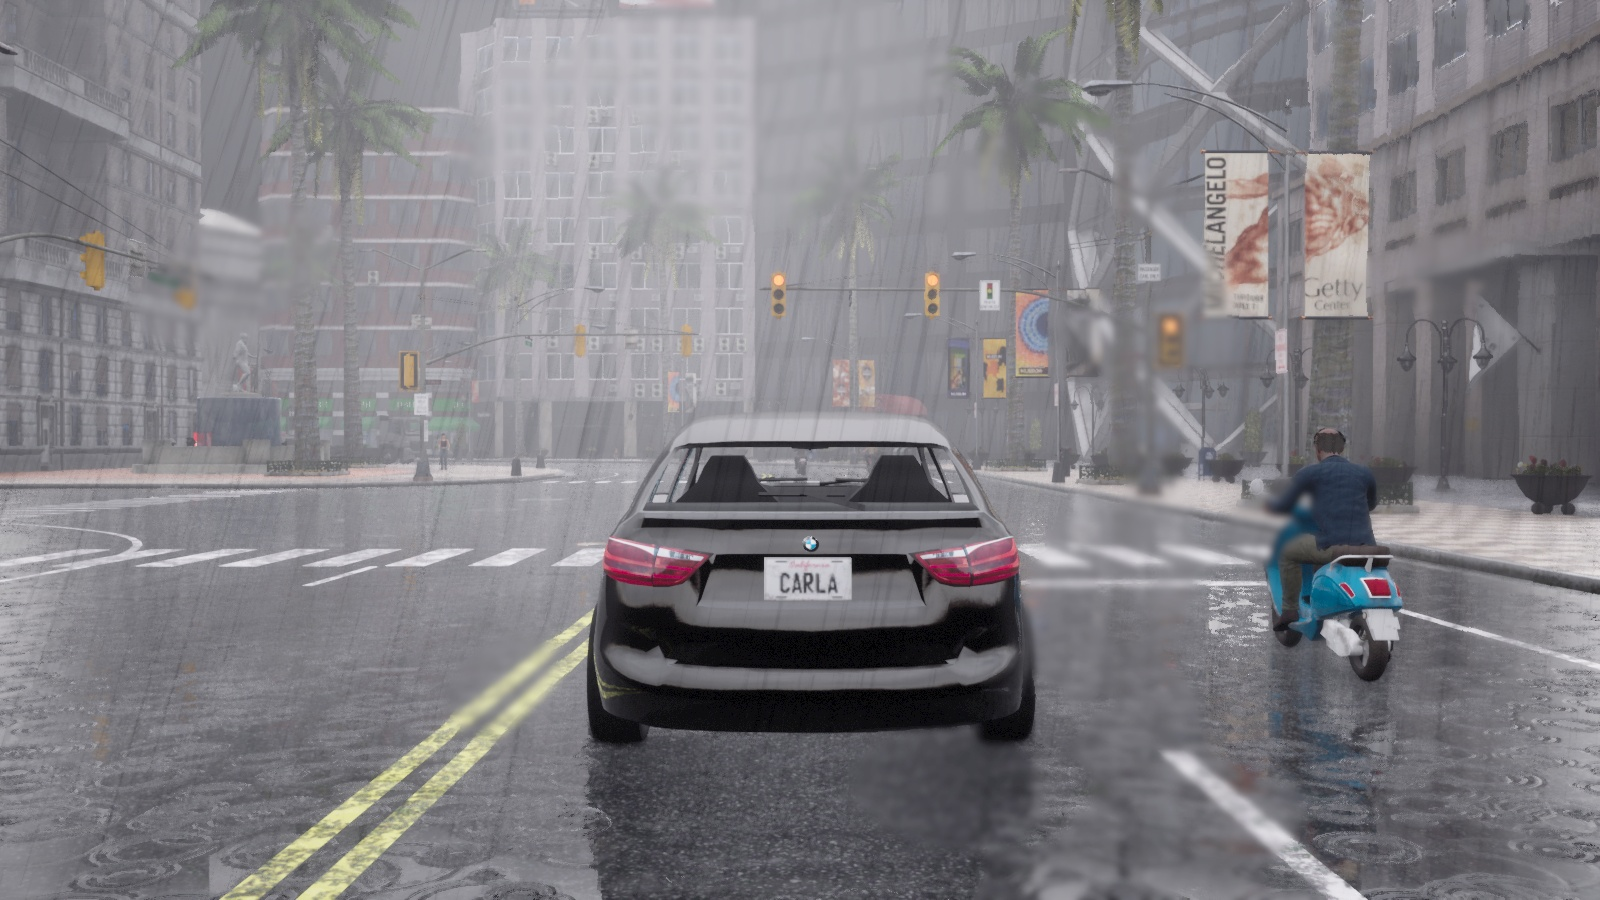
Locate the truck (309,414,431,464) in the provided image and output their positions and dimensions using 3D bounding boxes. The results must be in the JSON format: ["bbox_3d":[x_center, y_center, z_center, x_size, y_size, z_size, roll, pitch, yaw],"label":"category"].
[{"bbox_3d":[-30.718,-0.767,89.719,7.936,3.462,2.891,0,0,14],"label":"truck"}]

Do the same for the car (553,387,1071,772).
[{"bbox_3d":[0.062,0.547,7.745,2.242,1.667,4.611,0,0,0],"label":"car"}]

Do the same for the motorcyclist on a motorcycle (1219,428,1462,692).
[{"bbox_3d":[3.552,0.655,8.461,0.866,1.590,1.817,0,0,1],"label":"motorcyclist on a motorcycle"}]

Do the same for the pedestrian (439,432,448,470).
[{"bbox_3d":[-17.544,0.040,61.797,0.345,1.836,0.594,0,0,-8],"label":"pedestrian"}]
